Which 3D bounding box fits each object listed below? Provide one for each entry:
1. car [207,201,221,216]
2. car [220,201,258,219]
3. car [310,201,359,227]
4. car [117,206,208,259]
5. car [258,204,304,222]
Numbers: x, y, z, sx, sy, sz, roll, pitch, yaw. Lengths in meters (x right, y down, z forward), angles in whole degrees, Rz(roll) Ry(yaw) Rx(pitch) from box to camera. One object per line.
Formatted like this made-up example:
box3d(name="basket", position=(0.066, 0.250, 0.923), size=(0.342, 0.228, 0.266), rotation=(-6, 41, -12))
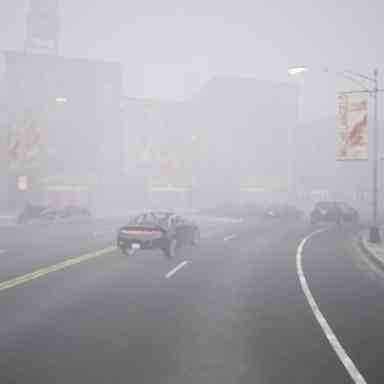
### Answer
box3d(name="car", position=(3.013, 1.617, 33.296), size=(5.357, 1.411, 2.033), rotation=(0, 0, -44))
box3d(name="car", position=(4.887, 1.642, 30.045), size=(4.181, 1.385, 1.994), rotation=(0, 0, -45))
box3d(name="car", position=(10.483, 1.461, 24.314), size=(2.097, 1.767, 4.553), rotation=(0, 0, 44))
box3d(name="car", position=(-1.098, 1.502, 12.842), size=(2.128, 1.511, 4.902), rotation=(0, 0, 16))
box3d(name="car", position=(7.665, 1.658, 27.665), size=(1.994, 1.385, 4.181), rotation=(0, 0, 43))
